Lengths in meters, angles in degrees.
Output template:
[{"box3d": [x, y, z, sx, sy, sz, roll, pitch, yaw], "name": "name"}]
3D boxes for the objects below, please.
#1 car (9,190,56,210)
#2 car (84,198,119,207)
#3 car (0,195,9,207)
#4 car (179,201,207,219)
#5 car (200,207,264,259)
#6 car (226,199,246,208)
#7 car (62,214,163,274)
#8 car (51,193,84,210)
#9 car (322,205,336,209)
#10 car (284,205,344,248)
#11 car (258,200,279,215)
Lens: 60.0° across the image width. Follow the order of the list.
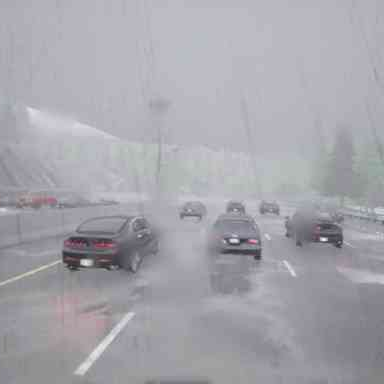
[{"box3d": [-16.647, 0.784, 35.951, 2.150, 2.045, 5.566, 1, 0, 7], "name": "car"}, {"box3d": [-9.569, 1.323, 36.249, 1.895, 1.301, 4.718, 1, 0, 7], "name": "car"}, {"box3d": [-20.057, 1.046, 37.045, 1.994, 1.385, 4.181, 1, 0, 7], "name": "car"}, {"box3d": [0.158, 1.505, 28.120, 2.033, 1.411, 5.357, 1, 0, 8], "name": "car"}, {"box3d": [1.654, 1.564, 12.805, 2.033, 1.411, 5.357, 1, 0, 8], "name": "car"}, {"box3d": [4.711, 1.555, 35.908, 1.837, 1.490, 4.892, 1, 1, 7], "name": "car"}, {"box3d": [-2.208, 1.439, 10.424, 1.837, 1.490, 4.892, 1, 1, 8], "name": "car"}, {"box3d": [-12.998, 1.190, 36.919, 2.033, 1.411, 5.357, 1, 0, 7], "name": "car"}, {"box3d": [10.566, 1.744, 26.746, 2.033, 1.411, 5.357, 1, 0, 8], "name": "car"}, {"box3d": [5.560, 1.608, 15.588, 1.837, 1.490, 4.892, 1, 1, 8], "name": "car"}, {"box3d": [8.225, 1.621, 35.803, 2.128, 1.511, 4.902, 1, 0, 7], "name": "car"}]
